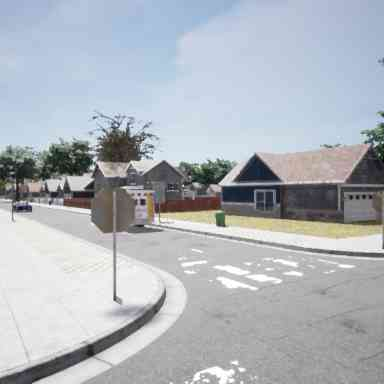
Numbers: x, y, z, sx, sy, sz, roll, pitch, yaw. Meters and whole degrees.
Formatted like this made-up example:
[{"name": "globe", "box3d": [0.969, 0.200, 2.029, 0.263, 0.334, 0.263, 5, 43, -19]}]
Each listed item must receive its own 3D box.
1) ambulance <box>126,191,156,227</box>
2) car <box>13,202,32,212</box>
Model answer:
[{"name": "ambulance", "box3d": [-4.953, 1.175, 23.151, 2.351, 2.431, 6.366, 0, 0, -34]}, {"name": "car", "box3d": [-22.410, 1.944, 43.962, 1.895, 1.301, 4.718, 0, 0, -34]}]
